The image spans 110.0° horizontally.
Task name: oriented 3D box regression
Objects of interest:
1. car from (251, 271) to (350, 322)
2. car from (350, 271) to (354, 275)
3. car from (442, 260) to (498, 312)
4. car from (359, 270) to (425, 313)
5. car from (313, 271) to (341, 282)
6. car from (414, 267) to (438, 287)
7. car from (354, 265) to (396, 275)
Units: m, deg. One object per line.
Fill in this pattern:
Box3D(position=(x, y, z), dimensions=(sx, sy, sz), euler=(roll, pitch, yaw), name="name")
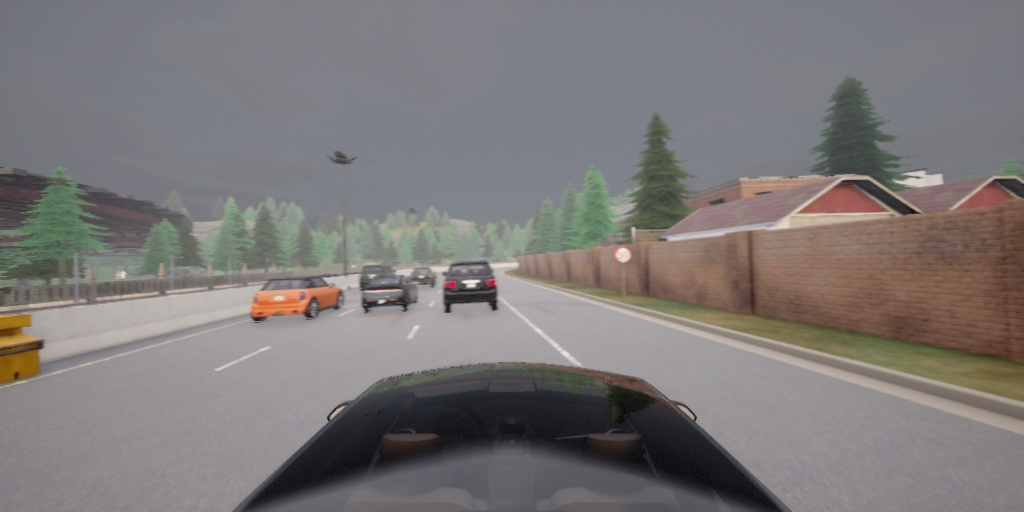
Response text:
Box3D(position=(-8.846, 1.613, 15.245), dimensions=(2.097, 1.767, 4.553), euler=(-2, -1, -8), name="car")
Box3D(position=(-24.490, 2.926, 54.526), dimensions=(1.994, 1.385, 4.181), euler=(-2, -1, -2), name="car")
Box3D(position=(-1.894, 1.228, 16.018), dimensions=(2.150, 2.045, 5.566), euler=(-2, 0, -8), name="car")
Box3D(position=(-5.492, 1.641, 16.548), dimensions=(2.128, 1.511, 4.902), euler=(-2, -1, -8), name="car")
Box3D(position=(-28.023, 3.098, 54.412), dimensions=(1.895, 1.301, 4.718), euler=(-2, -1, -2), name="car")
Box3D(position=(-7.647, 1.769, 31.131), dimensions=(2.097, 1.767, 4.553), euler=(-2, -1, -8), name="car")
Box3D(position=(-11.000, 1.754, 29.834), dimensions=(2.150, 2.045, 5.566), euler=(-2, 0, -8), name="car")
